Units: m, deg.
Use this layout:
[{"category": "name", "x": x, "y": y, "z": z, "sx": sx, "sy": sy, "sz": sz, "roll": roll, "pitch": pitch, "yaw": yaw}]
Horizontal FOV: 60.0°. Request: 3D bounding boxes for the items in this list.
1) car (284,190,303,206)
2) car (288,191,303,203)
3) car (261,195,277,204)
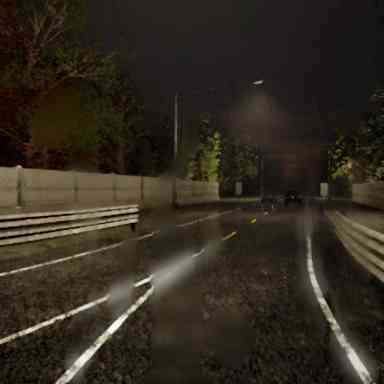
[{"category": "car", "x": 13.652, "y": 0.750, "z": 44.746, "sx": 2.150, "sy": 2.045, "sz": 5.566, "roll": 1, "pitch": 1, "yaw": 19}, {"category": "car", "x": 16.979, "y": 0.763, "z": 54.463, "sx": 2.097, "sy": 1.767, "sz": 4.553, "roll": 0, "pitch": 1, "yaw": 19}, {"category": "car", "x": 11.302, "y": 1.036, "z": 48.863, "sx": 1.895, "sy": 1.301, "sz": 4.718, "roll": 2, "pitch": 1, "yaw": 19}]
